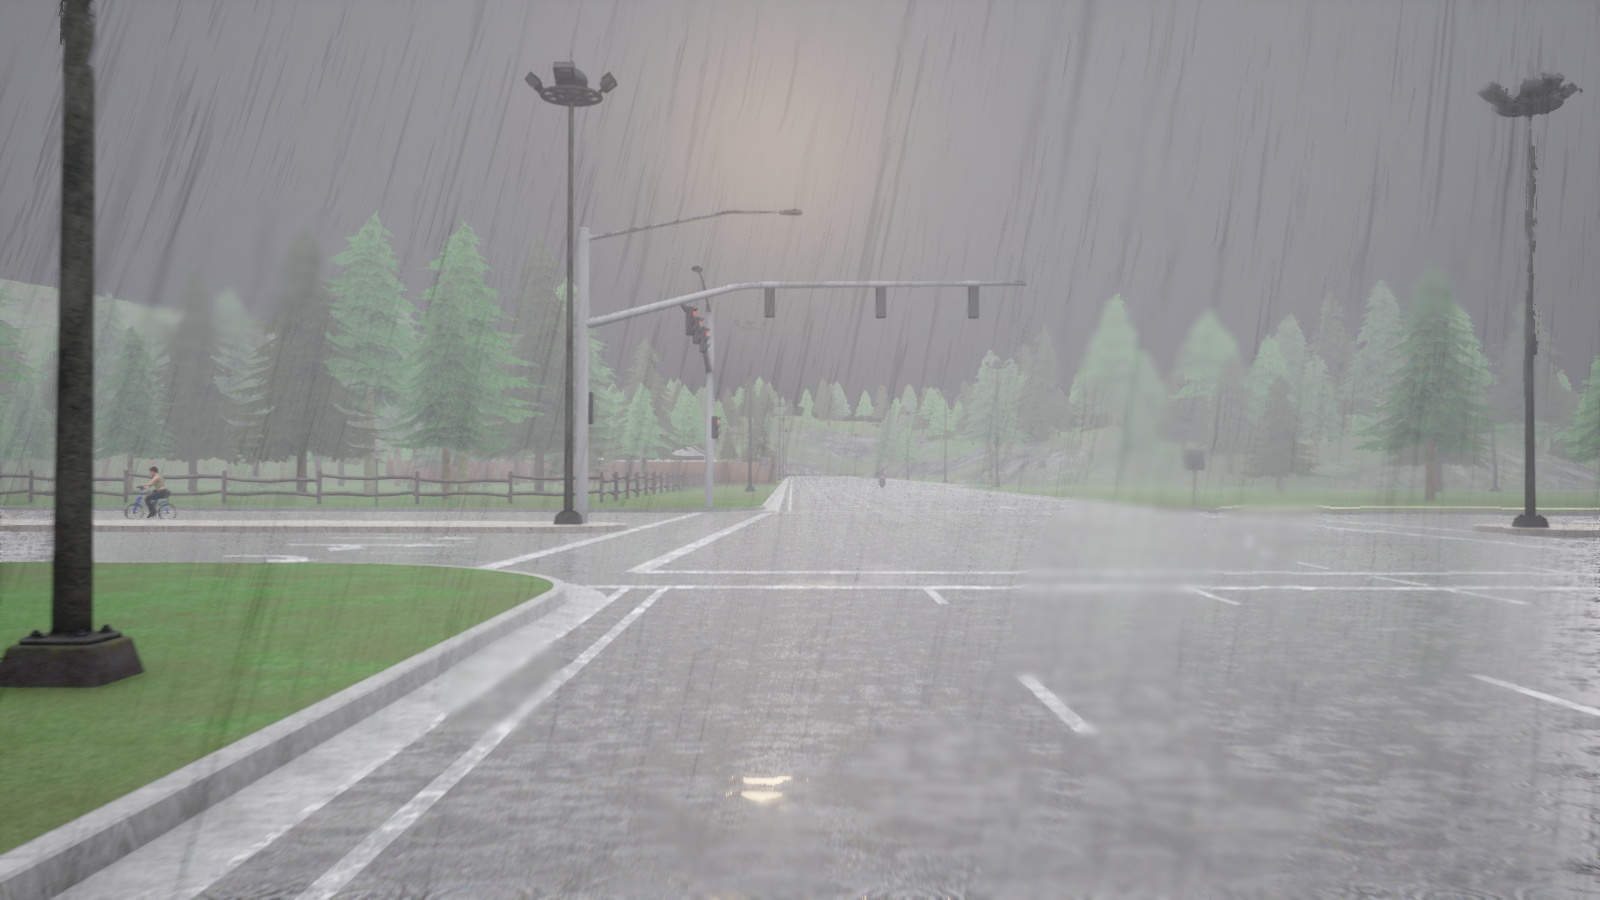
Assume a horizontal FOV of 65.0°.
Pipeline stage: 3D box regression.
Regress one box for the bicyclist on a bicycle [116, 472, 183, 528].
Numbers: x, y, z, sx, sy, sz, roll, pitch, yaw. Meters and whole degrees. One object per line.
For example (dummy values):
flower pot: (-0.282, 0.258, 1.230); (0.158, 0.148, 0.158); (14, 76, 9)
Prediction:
bicyclist on a bicycle: (-18.971, 1.442, 36.655); (1.509, 1.612, 0.866); (0, -1, -1)
